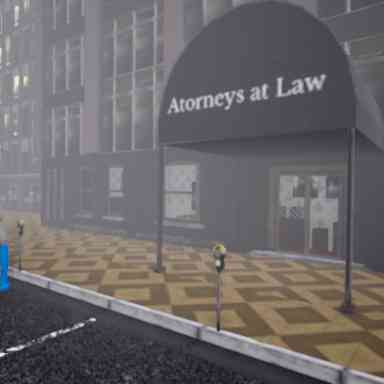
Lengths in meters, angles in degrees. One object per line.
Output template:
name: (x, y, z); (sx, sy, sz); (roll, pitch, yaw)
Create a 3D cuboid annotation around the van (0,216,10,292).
van: (-5.321, 1.204, 6.693); (3.998, 1.788, 1.690); (1, 1, 36)
